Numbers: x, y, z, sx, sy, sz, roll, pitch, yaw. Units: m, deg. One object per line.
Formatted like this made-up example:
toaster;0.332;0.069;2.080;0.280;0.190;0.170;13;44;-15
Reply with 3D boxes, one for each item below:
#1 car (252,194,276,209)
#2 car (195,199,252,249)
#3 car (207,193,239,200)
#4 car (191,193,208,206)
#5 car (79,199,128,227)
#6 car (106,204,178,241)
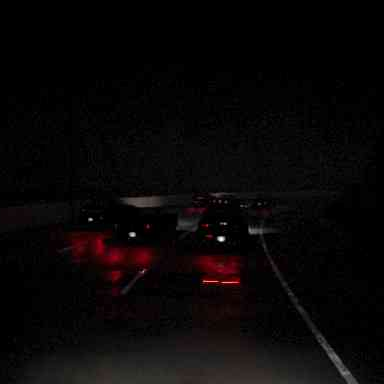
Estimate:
car;7.447;0.942;34.444;1.812;1.442;4.674;0;1;23
car;1.351;1.270;13.521;1.837;1.490;4.892;0;1;9
car;3.703;0.950;34.714;2.033;1.411;5.357;1;1;23
car;1.507;0.826;38.270;2.128;1.511;4.902;1;1;23
car;-4.671;1.141;19.294;2.128;1.511;4.902;0;1;12
car;-1.953;1.329;15.193;1.895;1.301;4.718;0;1;10
